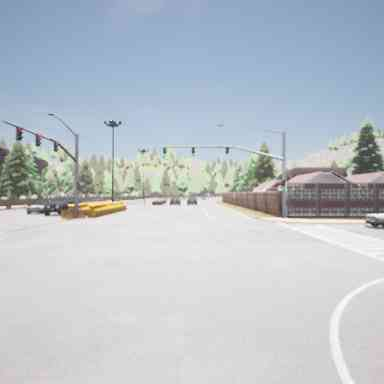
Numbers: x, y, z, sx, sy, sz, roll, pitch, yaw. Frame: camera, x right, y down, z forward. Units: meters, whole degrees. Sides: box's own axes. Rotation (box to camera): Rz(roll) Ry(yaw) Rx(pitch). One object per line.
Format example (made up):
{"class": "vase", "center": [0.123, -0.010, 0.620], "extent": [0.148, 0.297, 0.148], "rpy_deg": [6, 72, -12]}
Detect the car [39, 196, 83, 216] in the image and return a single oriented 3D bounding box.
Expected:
{"class": "car", "center": [-14.135, 1.474, 36.368], "extent": [2.150, 2.045, 5.566], "rpy_deg": [0, 0, 0]}

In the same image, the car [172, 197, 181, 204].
{"class": "car", "center": [-3.596, 2.029, 79.446], "extent": [1.882, 1.535, 5.008], "rpy_deg": [0, 0, 1]}

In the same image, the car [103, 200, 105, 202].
{"class": "car", "center": [-17.617, 1.922, 62.085], "extent": [2.128, 1.511, 4.902], "rpy_deg": [0, 0, 1]}

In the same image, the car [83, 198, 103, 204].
{"class": "car", "center": [-14.155, 1.844, 45.884], "extent": [1.812, 1.442, 4.674], "rpy_deg": [0, 0, 0]}

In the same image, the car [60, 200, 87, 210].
{"class": "car", "center": [-17.656, 1.893, 49.860], "extent": [2.033, 1.411, 5.357], "rpy_deg": [0, 0, 0]}

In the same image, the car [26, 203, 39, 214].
{"class": "car", "center": [-17.647, 1.873, 39.201], "extent": [1.895, 1.301, 4.718], "rpy_deg": [0, 0, 0]}

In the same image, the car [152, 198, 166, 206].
{"class": "car", "center": [-6.982, 2.069, 67.483], "extent": [1.895, 1.301, 4.718], "rpy_deg": [0, 0, 0]}

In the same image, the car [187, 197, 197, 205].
{"class": "car", "center": [0.016, 1.832, 69.231], "extent": [2.097, 1.767, 4.553], "rpy_deg": [0, 0, 0]}

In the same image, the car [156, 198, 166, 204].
{"class": "car", "center": [-7.094, 2.133, 77.476], "extent": [1.895, 1.301, 4.718], "rpy_deg": [0, 0, 0]}

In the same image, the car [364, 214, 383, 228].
{"class": "car", "center": [14.090, 1.755, 22.048], "extent": [4.718, 1.301, 1.895], "rpy_deg": [0, 0, 2]}

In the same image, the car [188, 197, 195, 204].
{"class": "car", "center": [-0.096, 2.051, 79.350], "extent": [1.837, 1.490, 4.892], "rpy_deg": [0, 0, 1]}

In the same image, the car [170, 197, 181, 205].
{"class": "car", "center": [-3.496, 1.834, 69.501], "extent": [2.097, 1.767, 4.553], "rpy_deg": [0, 0, 0]}
